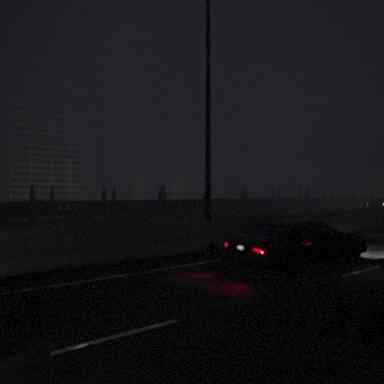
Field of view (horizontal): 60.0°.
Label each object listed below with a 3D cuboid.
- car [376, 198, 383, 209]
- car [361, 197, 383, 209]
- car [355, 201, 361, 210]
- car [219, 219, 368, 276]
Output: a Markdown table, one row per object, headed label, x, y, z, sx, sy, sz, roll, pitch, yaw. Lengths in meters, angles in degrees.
| label | x | y | z | sx | sy | sz | roll | pitch | yaw |
| --- | --- | --- | --- | --- | --- | --- | --- | --- | --- |
| car | 19.371 | 1.528 | 30.709 | 4.892 | 1.490 | 1.837 | 0 | 0 | -35 |
| car | 20.804 | 1.378 | 36.025 | 4.553 | 1.767 | 2.097 | 0 | 0 | -35 |
| car | 22.165 | 1.520 | 41.290 | 4.902 | 1.511 | 2.128 | 0 | 0 | -35 |
| car | 3.345 | 1.553 | 10.434 | 5.357 | 1.411 | 2.033 | 0 | 0 | -36 |
